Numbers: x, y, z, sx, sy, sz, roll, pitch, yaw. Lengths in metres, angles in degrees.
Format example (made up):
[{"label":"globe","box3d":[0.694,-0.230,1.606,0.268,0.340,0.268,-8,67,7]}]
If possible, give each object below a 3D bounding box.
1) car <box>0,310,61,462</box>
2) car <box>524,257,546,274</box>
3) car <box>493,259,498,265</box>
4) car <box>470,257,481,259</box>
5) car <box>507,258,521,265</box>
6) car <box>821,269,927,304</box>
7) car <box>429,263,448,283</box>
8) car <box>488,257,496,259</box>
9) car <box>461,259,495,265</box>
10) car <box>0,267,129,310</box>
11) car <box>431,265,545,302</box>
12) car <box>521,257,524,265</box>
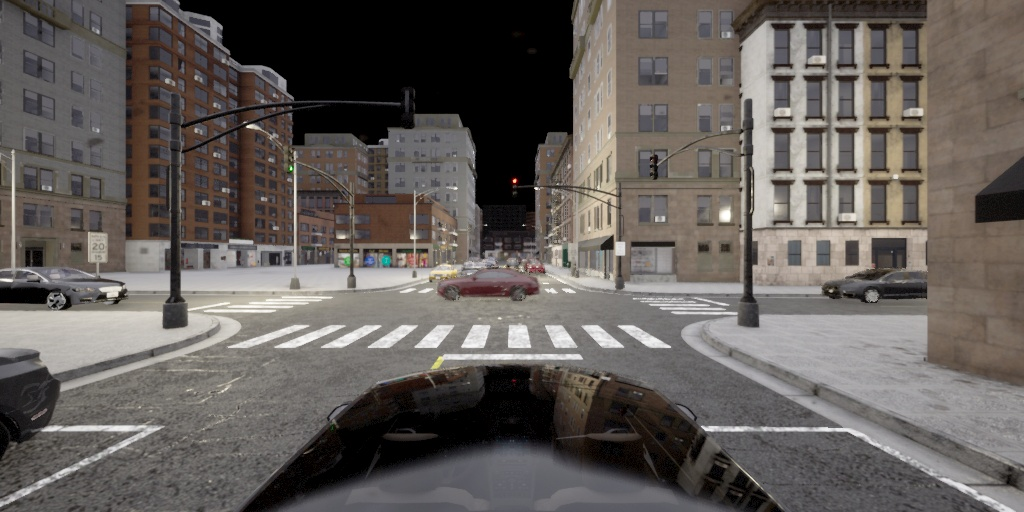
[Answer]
[{"label":"car","box3d":[-5.388,1.300,1.711,2.007,1.370,4.403,0,0,0]},{"label":"car","box3d":[2.659,1.186,39.875,1.967,1.591,4.097,0,0,0]},{"label":"car","box3d":[-2.824,1.311,38.108,1.994,1.385,4.181,0,0,0]},{"label":"car","box3d":[-5.359,1.061,51.205,2.192,1.841,5.009,0,0,0]},{"label":"car","box3d":[0.126,1.310,58.606,1.994,1.385,4.181,0,0,1]},{"label":"car","box3d":[16.957,1.345,16.330,4.892,1.490,1.837,0,0,0]},{"label":"car","box3d":[-5.373,1.272,28.387,1.751,1.417,4.829,0,0,0]},{"label":"car","box3d":[-2.810,1.272,48.183,1.812,1.442,4.674,0,0,0]},{"label":"car","box3d":[-2.821,1.239,28.207,2.128,1.511,4.902,0,0,2]},{"label":"car","box3d":[-17.276,1.161,13.382,4.902,1.511,2.128,0,0,2]},{"label":"car","box3d":[-1.035,1.273,16.325,4.674,1.442,1.812,0,0,0]},{"label":"car","box3d":[2.662,1.061,45.537,2.192,1.841,5.009,0,0,0]}]
